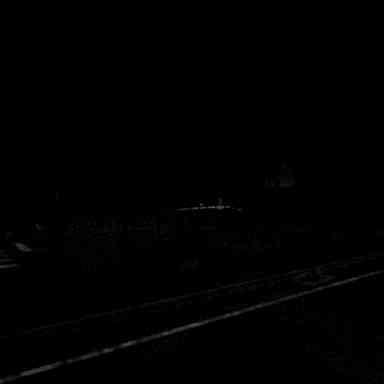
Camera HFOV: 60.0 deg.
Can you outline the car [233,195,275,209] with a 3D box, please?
[{"bbox_3d":[7.526,1.165,40.439,5.008,1.535,1.882,-1,0,-11],"label":"car"}]
